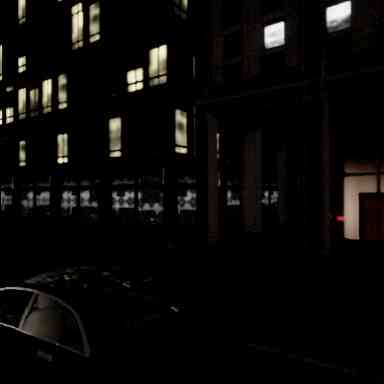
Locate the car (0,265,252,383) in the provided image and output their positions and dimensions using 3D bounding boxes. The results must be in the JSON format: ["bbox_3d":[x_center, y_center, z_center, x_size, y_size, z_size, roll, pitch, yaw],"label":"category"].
[{"bbox_3d":[-1.481,1.576,3.928,4.403,1.369,2.008,-1,0,36],"label":"car"}]
